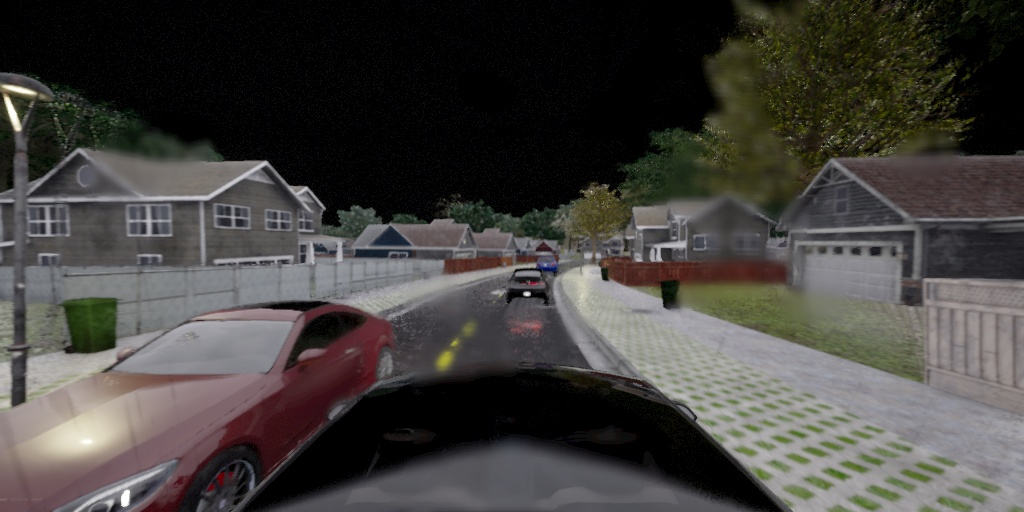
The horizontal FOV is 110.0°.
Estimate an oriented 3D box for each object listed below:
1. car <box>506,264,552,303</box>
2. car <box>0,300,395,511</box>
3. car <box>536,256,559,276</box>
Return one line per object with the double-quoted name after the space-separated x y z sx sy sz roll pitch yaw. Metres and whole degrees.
0.808 1.309 16.984 1.837 1.490 4.892 0 0 5 "car"
-2.761 1.276 3.948 1.812 1.442 4.674 0 0 1 "car"
3.939 1.042 39.479 2.150 2.045 5.566 1 0 11 "car"
